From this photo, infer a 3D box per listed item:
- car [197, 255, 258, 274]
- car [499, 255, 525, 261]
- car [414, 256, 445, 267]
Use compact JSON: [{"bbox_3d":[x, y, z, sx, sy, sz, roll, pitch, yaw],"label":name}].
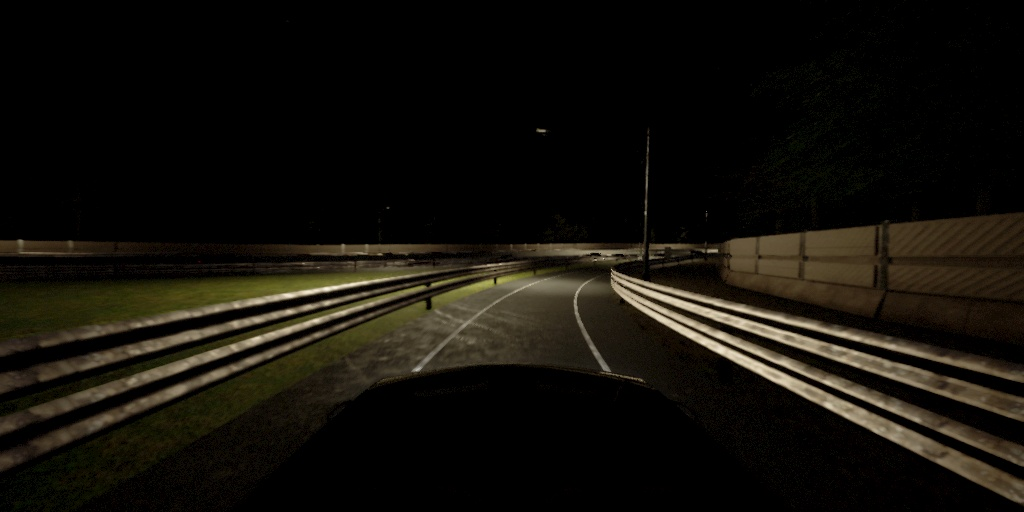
[{"bbox_3d":[-32.722,0.873,41.330,5.566,2.045,2.150,0,2,-34],"label":"car"},{"bbox_3d":[0.079,0.539,63.524,4.892,1.490,1.837,-2,3,-34],"label":"car"},{"bbox_3d":[-12.581,0.738,54.962,4.553,1.767,2.097,-1,3,-34],"label":"car"}]
